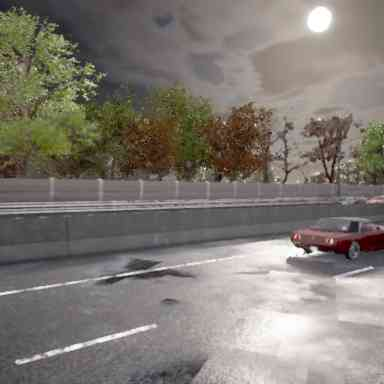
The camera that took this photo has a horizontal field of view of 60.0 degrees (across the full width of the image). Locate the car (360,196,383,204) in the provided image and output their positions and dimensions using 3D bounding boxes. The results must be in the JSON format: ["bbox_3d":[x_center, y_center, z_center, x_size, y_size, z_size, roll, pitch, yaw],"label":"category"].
[{"bbox_3d":[24.127,1.293,42.677,4.553,1.767,2.097,0,0,-35],"label":"car"}]

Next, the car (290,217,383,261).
[{"bbox_3d":[5.830,1.577,12.227,4.718,1.301,1.895,0,0,-35],"label":"car"}]

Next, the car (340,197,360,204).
[{"bbox_3d":[22.310,1.435,45.675,4.902,1.511,2.128,0,0,-35],"label":"car"}]
